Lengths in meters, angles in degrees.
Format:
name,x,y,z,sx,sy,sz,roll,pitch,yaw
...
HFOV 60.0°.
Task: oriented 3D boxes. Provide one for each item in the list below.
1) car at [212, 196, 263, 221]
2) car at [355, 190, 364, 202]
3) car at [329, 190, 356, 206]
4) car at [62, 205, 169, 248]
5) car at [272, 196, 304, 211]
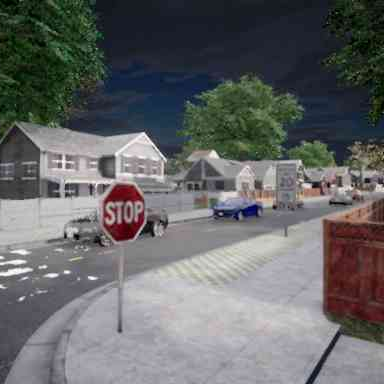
name,x,y,z,sx,sy,sz,roll,pitch,yaw
car,3.225,1.059,22.961,1.882,1.535,5.008,1,2,34
car,22.703,0.470,46.619,2.097,1.767,4.553,1,1,34
car,17.199,0.841,38.413,1.994,1.385,4.181,1,1,35
car,-2.964,1.246,13.832,2.128,1.511,4.902,1,1,34
car,9.166,0.976,31.698,1.994,1.385,4.181,1,1,35
